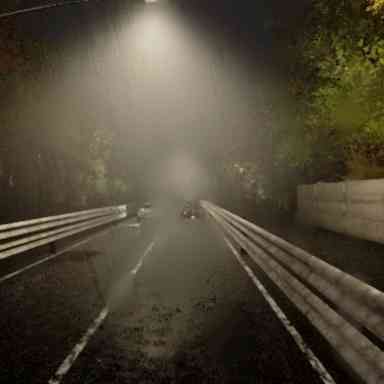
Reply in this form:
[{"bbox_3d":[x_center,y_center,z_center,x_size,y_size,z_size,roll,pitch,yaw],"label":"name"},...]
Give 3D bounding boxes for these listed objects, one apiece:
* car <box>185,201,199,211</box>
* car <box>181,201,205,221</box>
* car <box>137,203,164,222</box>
[{"bbox_3d":[0.057,1.933,47.626,1.895,1.301,4.718,0,-1,0],"label":"car"},{"bbox_3d":[0.075,1.687,28.047,1.895,1.301,4.718,0,0,0],"label":"car"},{"bbox_3d":[-3.284,1.604,27.084,1.812,1.442,4.674,0,-1,0],"label":"car"}]
